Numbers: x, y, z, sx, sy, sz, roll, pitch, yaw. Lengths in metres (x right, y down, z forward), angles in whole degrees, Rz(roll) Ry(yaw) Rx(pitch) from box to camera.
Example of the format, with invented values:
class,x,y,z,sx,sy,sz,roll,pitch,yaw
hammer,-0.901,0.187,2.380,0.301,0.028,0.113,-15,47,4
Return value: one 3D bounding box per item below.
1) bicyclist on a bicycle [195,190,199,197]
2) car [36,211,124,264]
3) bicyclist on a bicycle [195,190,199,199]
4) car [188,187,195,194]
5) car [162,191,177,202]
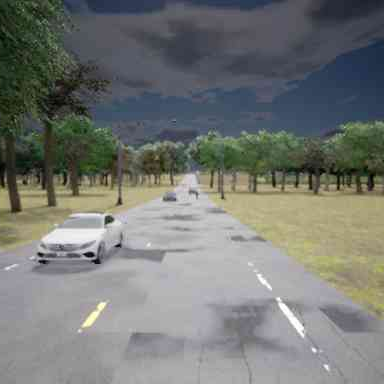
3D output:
class,x,y,z,sx,sy,sz,roll,pitch,yaw
bicyclist on a bicycle,0.979,0.292,70.454,0.866,1.612,1.509,0,1,0
car,-3.609,1.437,11.563,1.812,1.442,4.674,0,1,0
bicyclist on a bicycle,0.978,0.524,61.389,0.582,1.620,1.656,0,1,0
car,0.024,-0.223,88.491,1.812,1.442,4.674,0,2,0
car,-3.544,0.610,53.544,2.097,1.767,4.553,0,1,1
